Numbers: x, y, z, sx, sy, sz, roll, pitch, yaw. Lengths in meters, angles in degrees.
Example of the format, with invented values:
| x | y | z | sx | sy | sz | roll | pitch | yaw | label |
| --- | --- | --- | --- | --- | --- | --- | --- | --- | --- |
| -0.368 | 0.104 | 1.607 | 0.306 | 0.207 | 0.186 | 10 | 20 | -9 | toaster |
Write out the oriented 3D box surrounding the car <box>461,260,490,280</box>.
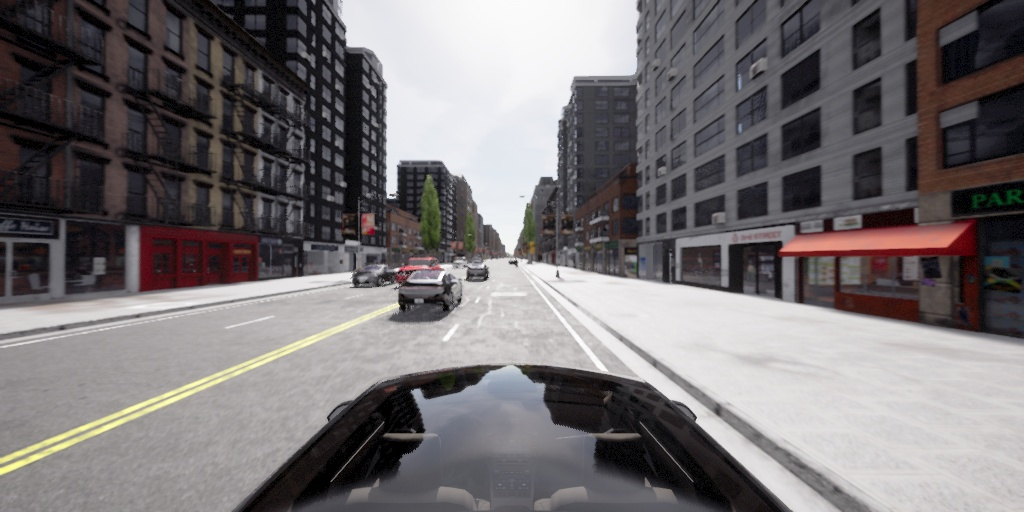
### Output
| x | y | z | sx | sy | sz | roll | pitch | yaw | label |
| --- | --- | --- | --- | --- | --- | --- | --- | --- | --- |
| -3.142 | 1.424 | 33.695 | 2.128 | 1.511 | 4.902 | 0 | 0 | 0 | car |

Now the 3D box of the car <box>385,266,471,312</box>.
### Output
| x | y | z | sx | sy | sz | roll | pitch | yaw | label |
| --- | --- | --- | --- | --- | --- | --- | --- | --- | --- |
| -3.147 | 1.318 | 14.588 | 2.128 | 1.511 | 4.902 | 0 | 0 | 0 | car |

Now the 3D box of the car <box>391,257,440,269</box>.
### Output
| x | y | z | sx | sy | sz | roll | pitch | yaw | label |
| --- | --- | --- | --- | --- | --- | --- | --- | --- | --- |
| -6.592 | 1.113 | 26.039 | 2.150 | 2.045 | 5.566 | 0 | 0 | 0 | car |

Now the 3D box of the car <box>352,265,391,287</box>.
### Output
| x | y | z | sx | sy | sz | roll | pitch | yaw | label |
| --- | --- | --- | --- | --- | --- | --- | --- | --- | --- |
| -9.842 | 1.382 | 25.997 | 2.128 | 1.511 | 4.902 | 0 | 0 | 0 | car |
